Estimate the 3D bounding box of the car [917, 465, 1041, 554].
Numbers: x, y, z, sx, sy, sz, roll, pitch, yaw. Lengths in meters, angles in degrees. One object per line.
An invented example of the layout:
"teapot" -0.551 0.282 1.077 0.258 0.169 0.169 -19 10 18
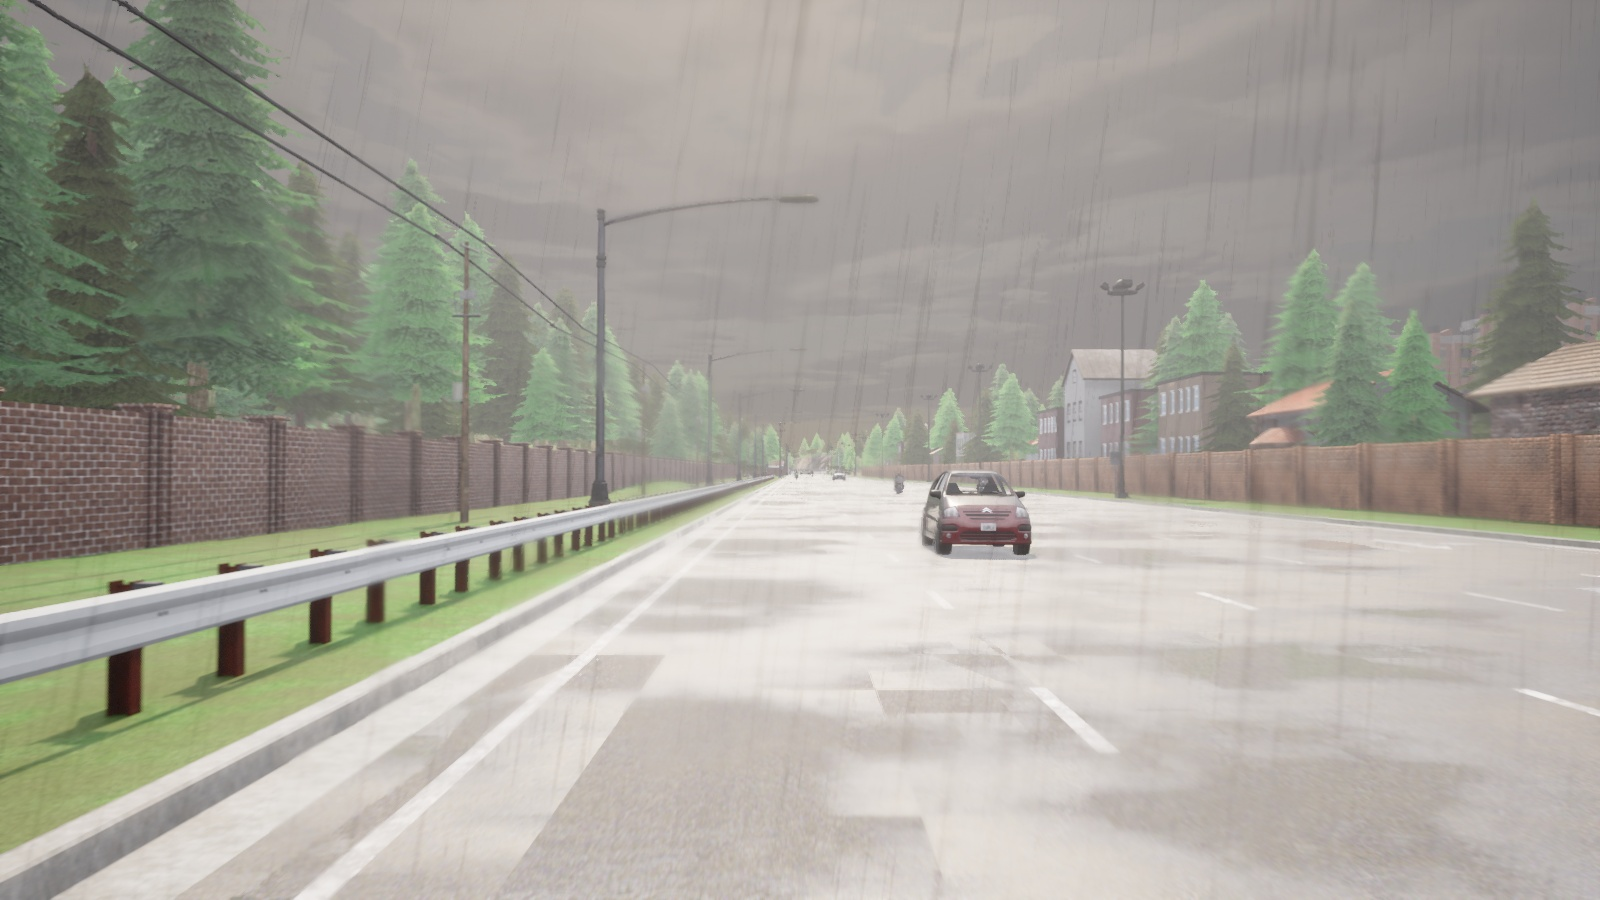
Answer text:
"car" 3.438 1.115 24.825 1.851 1.617 3.988 0 -1 0
